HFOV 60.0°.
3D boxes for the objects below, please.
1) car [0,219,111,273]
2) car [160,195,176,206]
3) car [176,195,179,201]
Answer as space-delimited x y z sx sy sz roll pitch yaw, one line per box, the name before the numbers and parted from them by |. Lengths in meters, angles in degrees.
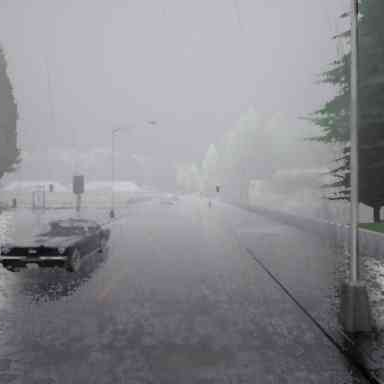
car | -4.095 1.591 10.756 1.895 1.301 4.718 0 0 0
car | -3.990 1.556 53.257 1.895 1.301 4.718 0 0 0
car | -3.985 1.425 78.184 1.837 1.490 4.892 0 0 0
